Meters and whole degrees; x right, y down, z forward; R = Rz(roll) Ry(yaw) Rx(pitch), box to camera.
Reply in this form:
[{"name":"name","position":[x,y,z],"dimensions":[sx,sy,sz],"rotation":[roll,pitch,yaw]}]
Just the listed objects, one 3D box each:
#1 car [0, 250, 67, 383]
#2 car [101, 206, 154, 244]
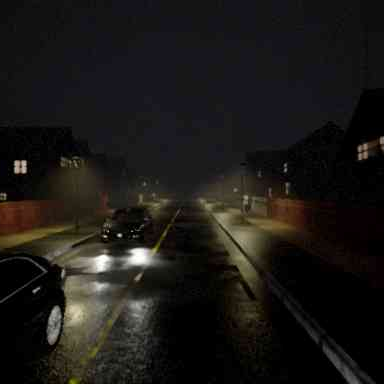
[{"name":"car","position":[-2.856,1.495,3.361],"dimensions":[1.837,1.490,4.892],"rotation":[0,1,0]},{"name":"car","position":[-2.895,1.455,15.734],"dimensions":[1.837,1.490,4.892],"rotation":[0,1,0]}]
